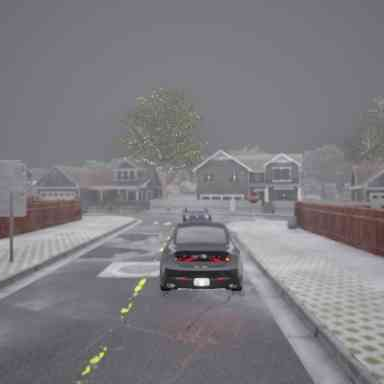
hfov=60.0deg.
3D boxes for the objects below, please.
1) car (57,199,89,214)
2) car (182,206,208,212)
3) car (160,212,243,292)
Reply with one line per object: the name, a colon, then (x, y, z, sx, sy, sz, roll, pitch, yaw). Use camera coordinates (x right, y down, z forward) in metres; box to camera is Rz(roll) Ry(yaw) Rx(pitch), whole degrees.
car: (-12.665, 1.513, 33.001, 4.892, 1.490, 1.837, 1, 0, 14)
car: (0.204, 1.656, 23.855, 1.895, 1.301, 4.718, 0, 0, -3)
car: (0.221, 1.526, 8.992, 1.837, 1.490, 4.892, 0, 0, 1)
